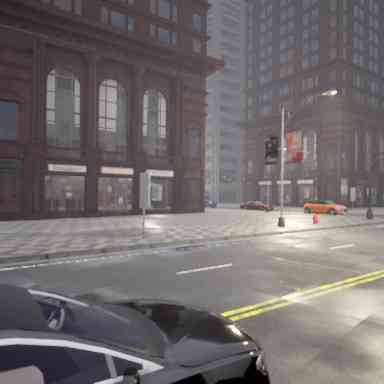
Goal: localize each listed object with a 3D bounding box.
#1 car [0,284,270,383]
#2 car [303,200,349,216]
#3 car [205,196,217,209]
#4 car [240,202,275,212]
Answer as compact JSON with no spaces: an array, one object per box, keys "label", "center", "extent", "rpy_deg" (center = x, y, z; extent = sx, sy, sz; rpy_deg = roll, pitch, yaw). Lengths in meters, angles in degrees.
[{"label":"car","center":[-1.506,1.492,2.365],"extent":[4.902,1.511,2.128],"rpy_deg":[0,0,-35]},{"label":"car","center":[14.334,1.633,35.737],"extent":[2.097,1.767,4.553],"rpy_deg":[1,-1,-35]},{"label":"car","center":[1.678,1.604,53.611],"extent":[2.150,2.045,5.566],"rpy_deg":[1,-1,-35]},{"label":"car","center":[8.560,1.927,43.873],"extent":[1.895,1.301,4.718],"rpy_deg":[1,-1,-35]}]
